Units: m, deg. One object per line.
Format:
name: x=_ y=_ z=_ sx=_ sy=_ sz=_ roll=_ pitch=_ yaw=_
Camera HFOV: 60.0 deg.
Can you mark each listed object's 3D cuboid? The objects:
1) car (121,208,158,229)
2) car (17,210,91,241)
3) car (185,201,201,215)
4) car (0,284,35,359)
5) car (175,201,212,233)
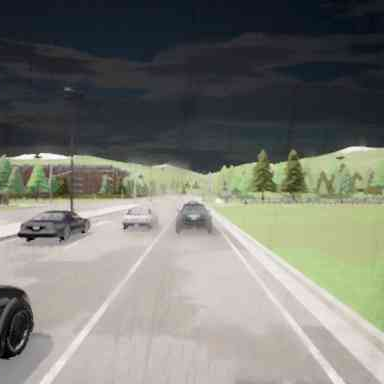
car: x=-3.390 y=1.744 z=22.581 sx=1.895 sy=1.301 sz=4.718 roll=0 pitch=0 yaw=0
car: x=-6.892 y=1.657 z=17.220 sx=2.033 sy=1.411 sz=5.357 roll=0 pitch=0 yaw=0
car: x=0.103 y=1.766 z=38.034 sx=1.812 sy=1.442 sz=4.674 roll=0 pitch=0 yaw=0
car: x=-3.391 y=1.586 z=3.399 sx=1.994 sy=1.385 sz=4.181 roll=0 pitch=0 yaw=0
car: x=0.110 y=1.482 z=20.593 sx=2.097 sy=1.767 sz=4.553 roll=0 pitch=0 yaw=0
